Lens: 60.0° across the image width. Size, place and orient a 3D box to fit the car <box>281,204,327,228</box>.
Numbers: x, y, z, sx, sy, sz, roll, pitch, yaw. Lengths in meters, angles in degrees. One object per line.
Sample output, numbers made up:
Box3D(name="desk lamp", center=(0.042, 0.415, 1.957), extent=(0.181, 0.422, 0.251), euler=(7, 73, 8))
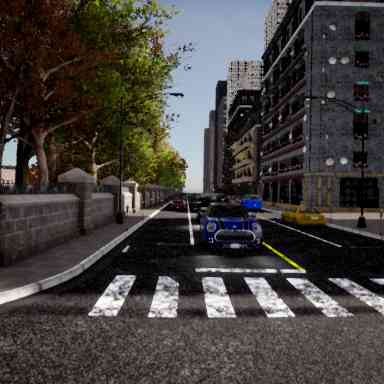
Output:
Box3D(name="car", center=(7.094, 1.469, 21.624), extent=(1.752, 1.417, 4.829), euler=(1, 0, -1))

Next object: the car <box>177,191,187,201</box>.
Box3D(name="car", center=(-2.110, 0.830, 71.150), extent=(2.192, 1.841, 5.009), euler=(1, 0, -1))

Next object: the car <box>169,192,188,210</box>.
Box3D(name="car", center=(-1.556, 1.137, 37.924), extent=(1.967, 1.590, 4.097), euler=(1, 0, -1))

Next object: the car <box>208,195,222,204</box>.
Box3D(name="car", center=(3.913, 1.299, 56.752), extent=(1.895, 1.301, 4.718), euler=(1, 0, -1))

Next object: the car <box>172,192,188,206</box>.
Box3D(name="car", center=(-1.739, 0.950, 48.999), extent=(2.192, 1.841, 5.009), euler=(1, 0, -1))

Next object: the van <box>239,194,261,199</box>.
Box3D(name="van", center=(6.824, 1.190, 38.067), extent=(1.690, 1.788, 3.998), euler=(1, 0, -1))

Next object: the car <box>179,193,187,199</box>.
Box3D(name="car", center=(-2.394, 0.994, 87.765), extent=(1.947, 1.339, 4.313), euler=(1, 0, -1))

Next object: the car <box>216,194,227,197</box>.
Box3D(name="car", center=(4.082, 1.105, 46.709), extent=(2.097, 1.767, 4.553), euler=(1, 0, 0))

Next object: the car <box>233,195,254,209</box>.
Box3D(name="car", center=(6.729, 1.258, 43.606), extent=(1.967, 1.590, 4.097), euler=(1, 0, -1))

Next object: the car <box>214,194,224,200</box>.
Box3D(name="car", center=(6.170, 1.188, 76.833), extent=(2.008, 1.369, 4.403), euler=(1, 0, -1))

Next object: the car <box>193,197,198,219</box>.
Box3D(name="car", center=(1.266, 1.352, 23.595), extent=(1.812, 1.442, 4.674), euler=(1, 0, -1))

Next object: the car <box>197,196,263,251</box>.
Box3D(name="car", center=(1.439, 1.237, 13.553), extent=(2.097, 1.767, 4.553), euler=(1, 0, -1))
